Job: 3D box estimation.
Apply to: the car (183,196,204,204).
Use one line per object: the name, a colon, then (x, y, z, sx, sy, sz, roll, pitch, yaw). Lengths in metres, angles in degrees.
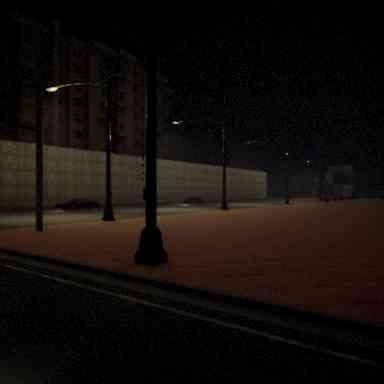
car: (0.271, 1.482, 59.206, 1.994, 1.385, 4.181, 0, 0, 36)

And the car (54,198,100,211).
car: (-13.653, 1.464, 39.946, 2.033, 1.411, 5.357, 0, 0, 36)
